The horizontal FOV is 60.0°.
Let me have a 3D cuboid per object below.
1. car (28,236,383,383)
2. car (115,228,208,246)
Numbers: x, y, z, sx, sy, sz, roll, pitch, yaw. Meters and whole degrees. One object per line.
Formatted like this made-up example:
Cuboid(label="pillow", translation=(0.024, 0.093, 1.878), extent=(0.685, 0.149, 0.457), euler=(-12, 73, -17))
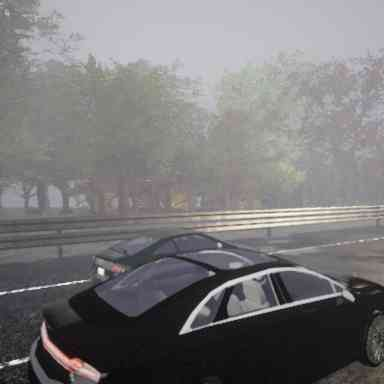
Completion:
Cuboid(label="car", translation=(0.685, 1.494, 4.157), extent=(4.902, 1.511, 2.128), euler=(0, 0, -35))
Cuboid(label="car", translation=(-0.178, 1.564, 7.816), extent=(4.181, 1.385, 1.994), euler=(0, 0, -35))
